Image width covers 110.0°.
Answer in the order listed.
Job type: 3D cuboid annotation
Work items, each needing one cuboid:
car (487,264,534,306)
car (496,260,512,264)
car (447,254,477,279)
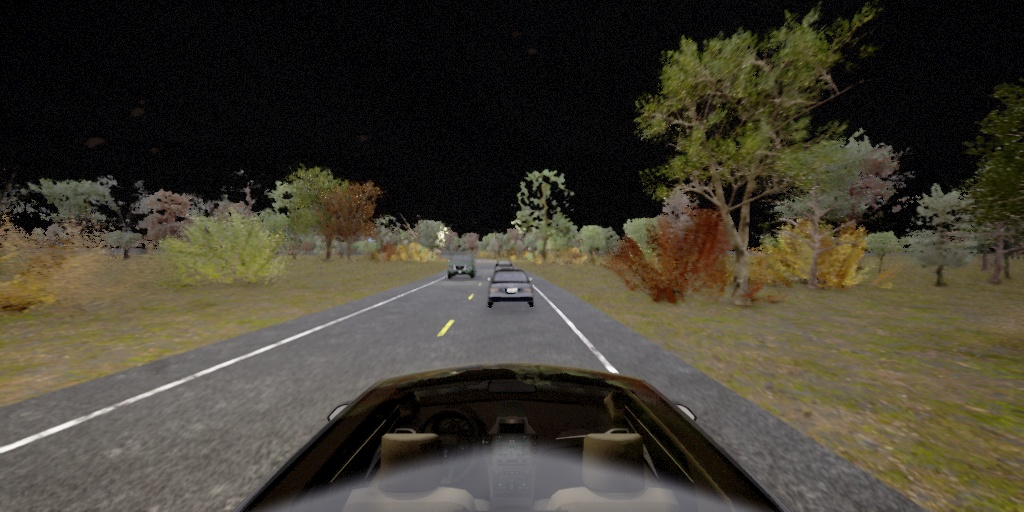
[{"bbox_3d":[-0.084,1.254,15.331,2.033,1.411,5.357,0,0,-1],"label":"car"},{"bbox_3d":[-0.759,1.117,33.571,2.128,1.511,4.902,0,0,-3],"label":"car"},{"bbox_3d":[-4.241,0.866,31.007,2.150,2.045,5.566,0,0,-3],"label":"car"}]
